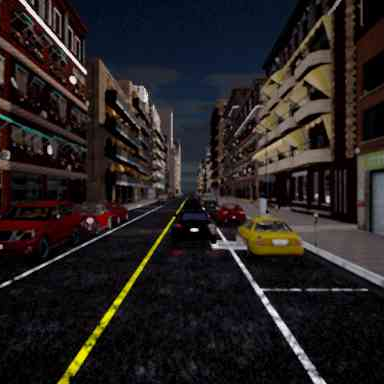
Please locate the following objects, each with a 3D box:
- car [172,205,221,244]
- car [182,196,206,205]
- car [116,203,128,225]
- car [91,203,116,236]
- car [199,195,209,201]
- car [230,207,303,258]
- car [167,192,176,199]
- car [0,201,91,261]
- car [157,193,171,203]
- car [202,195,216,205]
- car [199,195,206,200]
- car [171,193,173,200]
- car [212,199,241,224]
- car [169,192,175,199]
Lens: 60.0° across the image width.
[{"bbox_3d":[0.100,1.518,15.632,1.994,1.385,4.181,0,0,0],"label":"car"},{"bbox_3d":[0.101,1.408,33.058,1.837,1.490,4.892,0,0,0],"label":"car"},{"bbox_3d":[-5.689,1.476,23.551,1.887,1.381,4.507,0,0,0],"label":"car"},{"bbox_3d":[-5.689,1.388,17.913,1.967,1.590,4.097,0,0,0],"label":"car"},{"bbox_3d":[2.695,1.344,74.272,1.947,1.339,4.313,0,0,0],"label":"car"},{"bbox_3d":[2.691,1.489,12.444,1.752,1.417,4.829,0,0,0],"label":"car"},{"bbox_3d":[-5.684,1.041,91.185,2.192,1.841,5.009,0,0,0],"label":"car"},{"bbox_3d":[-5.688,1.279,12.278,2.192,1.841,5.009,0,0,0],"label":"car"},{"bbox_3d":[-5.686,1.364,63.003,2.008,1.369,4.403,0,0,0],"label":"car"},{"bbox_3d":[2.693,1.415,46.090,2.008,1.369,4.403,0,0,0],"label":"car"},{"bbox_3d":[2.696,1.325,85.544,1.802,1.307,4.206,0,0,0],"label":"car"},{"bbox_3d":[-5.686,1.346,68.640,2.008,1.369,4.403,0,0,0],"label":"car"},{"bbox_3d":[2.691,1.476,23.546,1.887,1.381,4.507,0,0,0],"label":"car"},{"bbox_3d":[-5.685,1.306,79.913,1.887,1.381,4.507,0,0,0],"label":"car"}]
